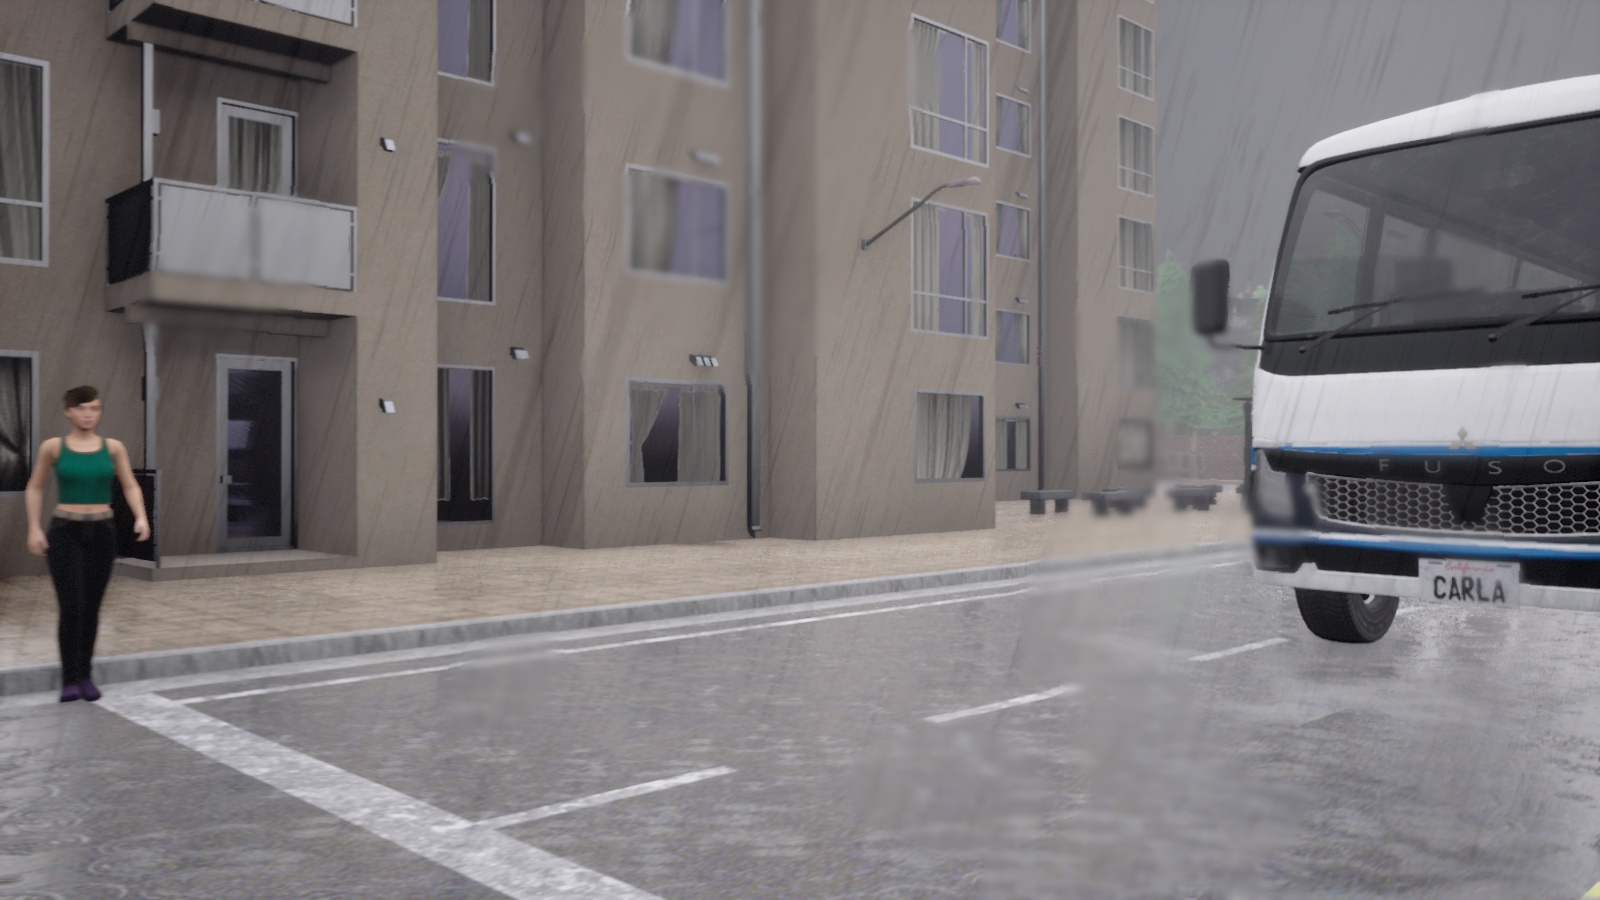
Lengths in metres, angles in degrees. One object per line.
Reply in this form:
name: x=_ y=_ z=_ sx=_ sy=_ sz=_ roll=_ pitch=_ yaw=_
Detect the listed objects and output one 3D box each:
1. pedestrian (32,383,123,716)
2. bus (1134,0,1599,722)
pedestrian: x=-4.187 y=0.551 z=7.272 sx=0.345 sy=1.836 sz=0.594 roll=0 pitch=0 yaw=-41
bus: x=7.431 y=-0.614 z=11.171 sx=10.273 sy=4.253 sz=3.944 roll=0 pitch=0 yaw=-45
